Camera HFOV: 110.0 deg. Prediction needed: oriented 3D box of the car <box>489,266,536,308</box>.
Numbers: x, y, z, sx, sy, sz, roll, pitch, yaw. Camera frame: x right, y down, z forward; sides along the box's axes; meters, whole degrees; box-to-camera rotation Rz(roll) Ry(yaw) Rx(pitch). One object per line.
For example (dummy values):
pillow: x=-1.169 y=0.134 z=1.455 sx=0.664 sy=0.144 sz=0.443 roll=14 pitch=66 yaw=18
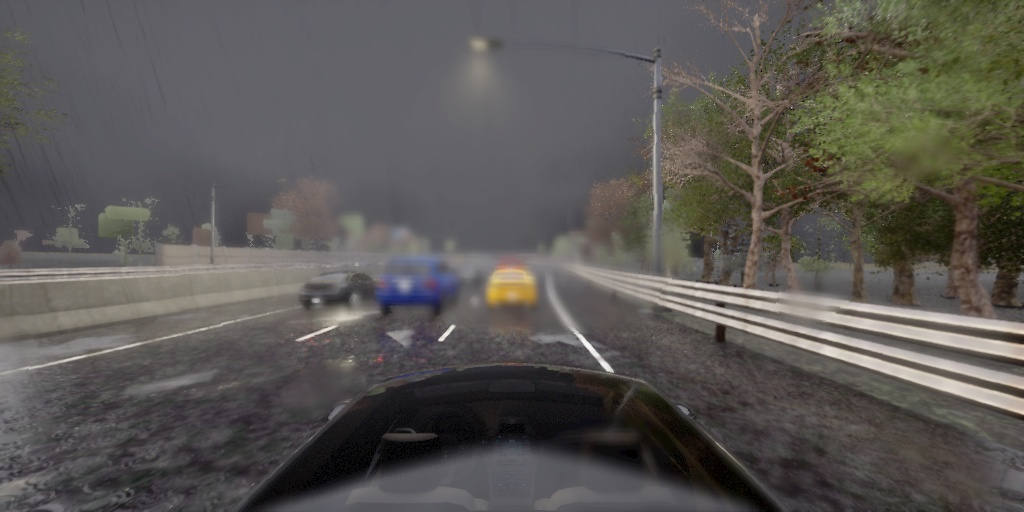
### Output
car: x=0.031 y=1.379 z=16.080 sx=1.882 sy=1.535 sz=5.008 roll=0 pitch=0 yaw=1

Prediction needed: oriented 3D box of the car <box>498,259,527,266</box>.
car: x=0.012 y=1.274 z=29.440 sx=2.150 sy=2.045 sz=5.566 roll=0 pitch=0 yaw=0

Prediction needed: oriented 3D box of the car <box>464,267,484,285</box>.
car: x=-3.474 y=1.622 z=30.229 sx=1.994 sy=1.385 sz=4.181 roll=0 pitch=-1 yaw=0

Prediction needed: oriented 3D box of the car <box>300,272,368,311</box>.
car: x=-6.976 y=1.401 z=15.343 sx=1.837 sy=1.490 sz=4.892 roll=0 pitch=0 yaw=1

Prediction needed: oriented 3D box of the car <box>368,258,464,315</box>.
car: x=-3.489 y=1.109 z=14.416 sx=2.150 sy=2.045 sz=5.566 roll=0 pitch=0 yaw=0
